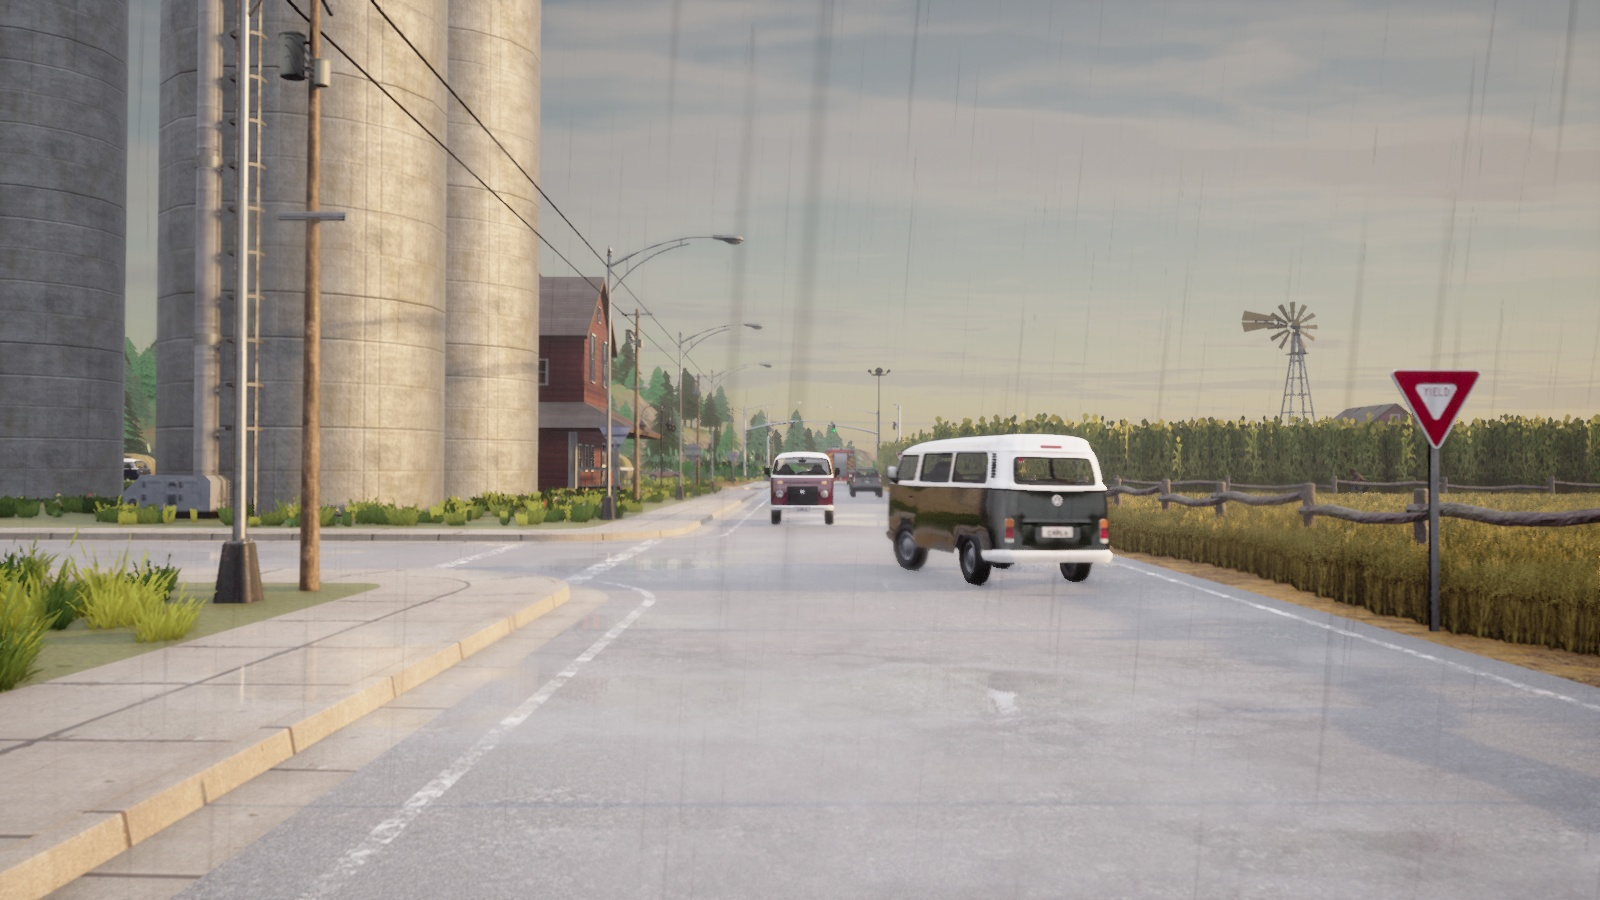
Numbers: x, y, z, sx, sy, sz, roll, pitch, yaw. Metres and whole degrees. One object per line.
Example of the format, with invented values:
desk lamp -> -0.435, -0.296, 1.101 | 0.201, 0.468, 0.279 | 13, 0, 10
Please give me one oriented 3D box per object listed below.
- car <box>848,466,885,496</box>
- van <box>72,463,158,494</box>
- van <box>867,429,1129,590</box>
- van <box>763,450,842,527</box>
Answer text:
car -> 3.686, 1.712, 70.175 | 1.851, 1.617, 3.988 | 0, -1, 0
van -> -45.001, 1.875, 82.521 | 4.480, 2.038, 2.069 | 0, -1, -1
van -> 2.714, 0.793, 18.410 | 2.069, 2.038, 4.480 | 1, -1, -16
van -> 0.087, 1.051, 35.611 | 2.069, 2.038, 4.480 | 0, -1, 0
